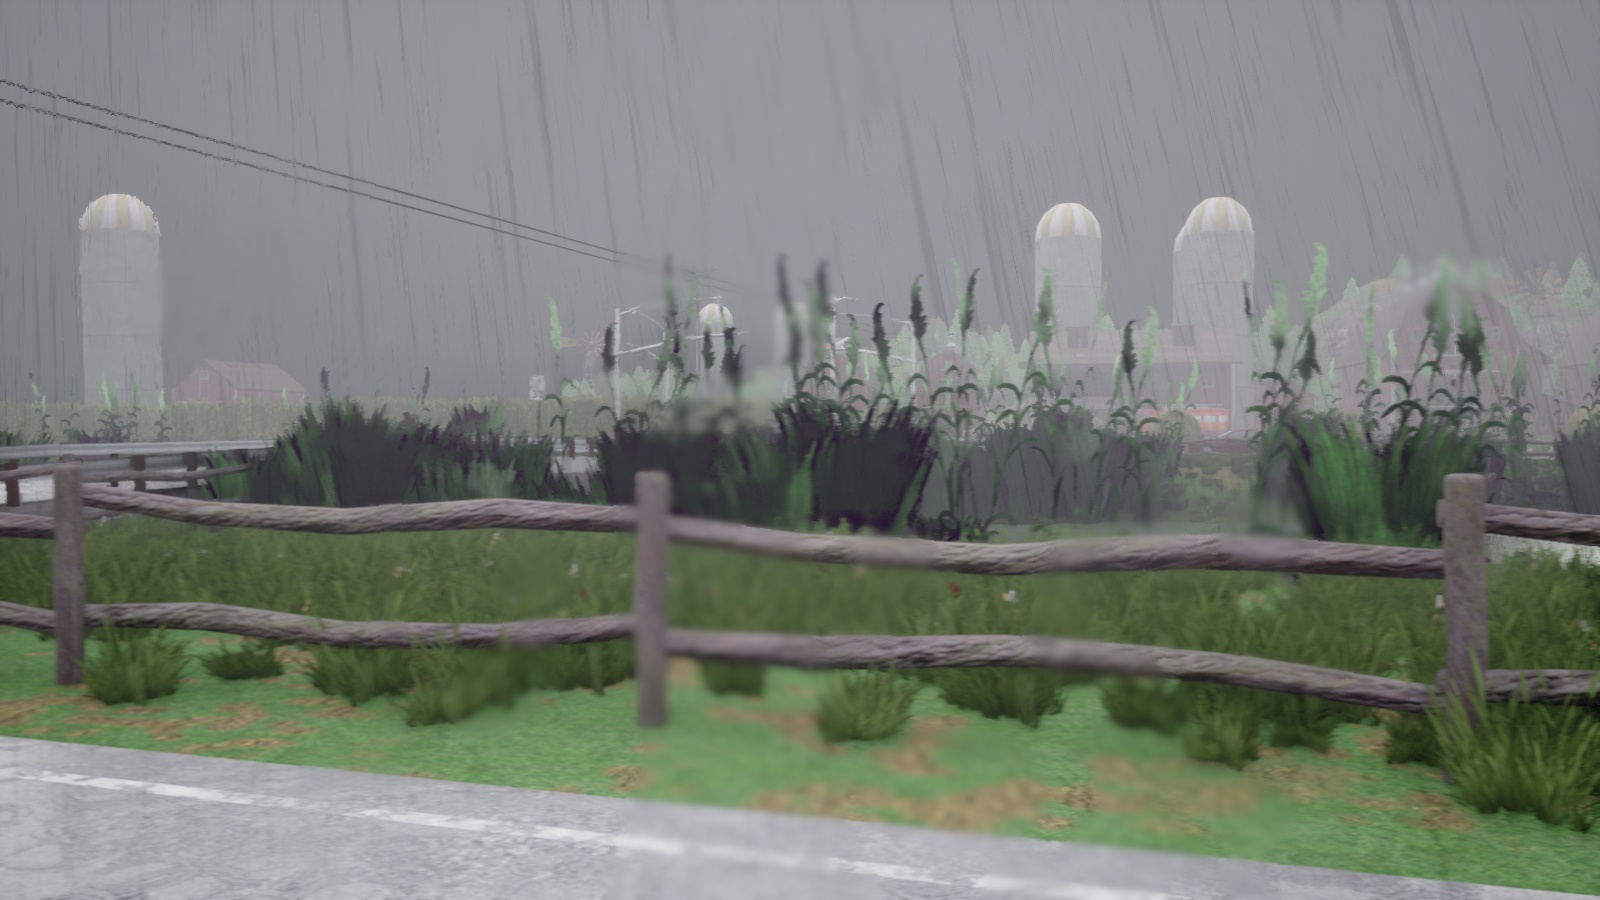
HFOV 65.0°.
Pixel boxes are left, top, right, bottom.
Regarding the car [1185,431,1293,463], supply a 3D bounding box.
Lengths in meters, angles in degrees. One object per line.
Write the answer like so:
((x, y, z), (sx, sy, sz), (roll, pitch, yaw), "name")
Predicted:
((22.156, -0.164, 63.532), (5.008, 1.535, 1.882), (0, 1, 15), "car")
